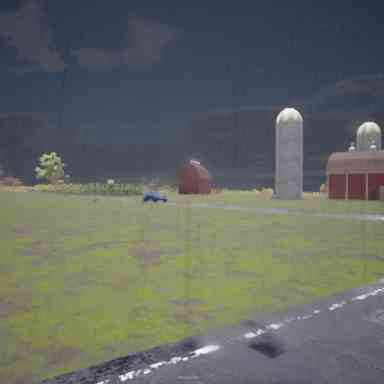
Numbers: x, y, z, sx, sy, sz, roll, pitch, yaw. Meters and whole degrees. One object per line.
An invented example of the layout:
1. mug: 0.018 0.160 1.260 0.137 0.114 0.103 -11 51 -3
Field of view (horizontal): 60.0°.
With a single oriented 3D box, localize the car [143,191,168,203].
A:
1. car: -6.544 0.820 58.916 2.150 2.045 5.566 0 0 -38
